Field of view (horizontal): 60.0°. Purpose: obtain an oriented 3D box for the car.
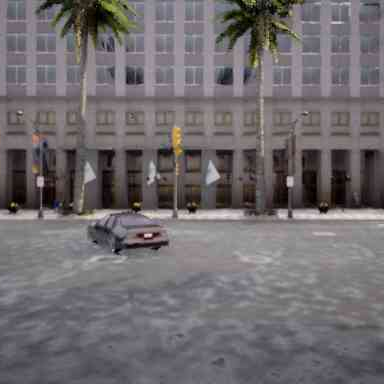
[{"bbox_3d":[-2.834,1.561,13.740,2.033,1.411,5.357,0,0,-31],"label":"car"}]
